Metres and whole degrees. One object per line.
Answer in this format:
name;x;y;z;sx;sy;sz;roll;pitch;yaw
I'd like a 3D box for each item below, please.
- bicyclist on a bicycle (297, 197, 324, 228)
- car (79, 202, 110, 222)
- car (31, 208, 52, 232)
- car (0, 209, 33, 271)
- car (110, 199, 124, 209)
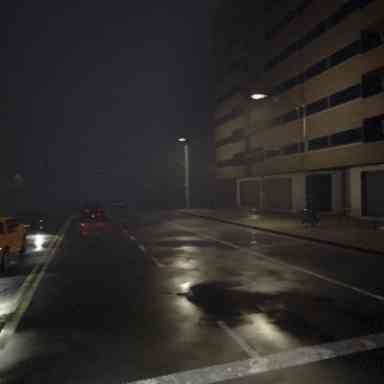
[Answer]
bicyclist on a bicycle;6.257;1.104;17.559;1.656;1.620;0.582;-2;0;-18
car;-8.204;1.605;27.461;2.128;1.511;4.902;-1;0;-17
car;-9.935;1.741;20.769;1.994;1.385;4.181;-1;0;-18
car;-6.925;1.615;11.258;1.882;1.535;5.008;-1;0;-18
car;-10.802;1.657;47.132;2.033;1.411;5.357;-1;0;-17
